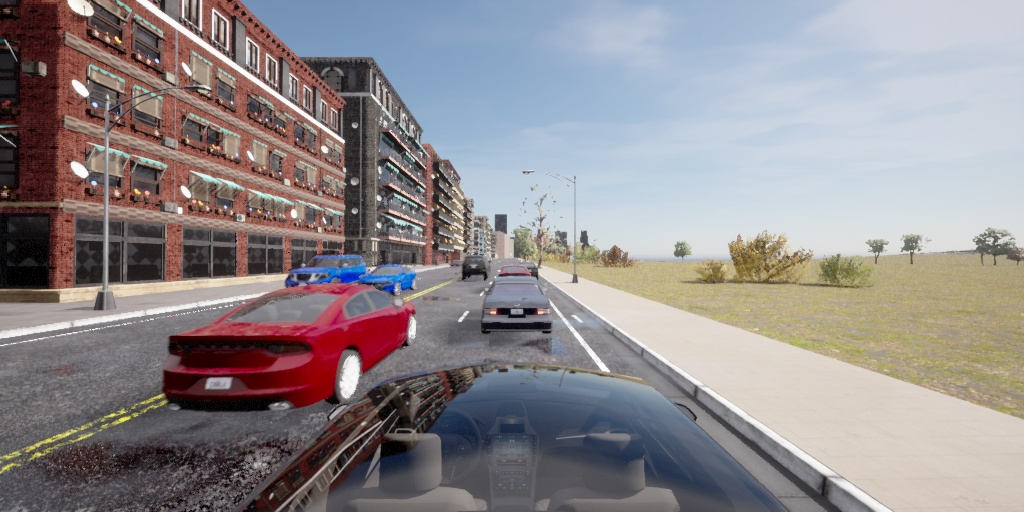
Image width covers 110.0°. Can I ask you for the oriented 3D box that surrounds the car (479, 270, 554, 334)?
[{"bbox_3d":[0.119,1.299,10.606,2.033,1.411,5.357,0,0,0],"label":"car"}]

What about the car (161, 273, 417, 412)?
[{"bbox_3d":[-3.142,1.228,6.323,1.882,1.535,5.008,0,0,0],"label":"car"}]

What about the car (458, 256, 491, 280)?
[{"bbox_3d":[-3.081,0.977,31.650,2.150,2.045,5.566,0,0,0],"label":"car"}]

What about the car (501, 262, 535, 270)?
[{"bbox_3d":[0.147,1.231,21.146,1.882,1.535,5.008,0,0,0],"label":"car"}]

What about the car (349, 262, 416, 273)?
[{"bbox_3d":[-6.561,1.230,19.315,1.882,1.535,5.008,0,0,0],"label":"car"}]

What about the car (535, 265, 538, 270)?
[{"bbox_3d":[1.204,1.232,30.584,1.882,1.535,5.008,0,0,0],"label":"car"}]

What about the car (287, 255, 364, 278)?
[{"bbox_3d":[-9.810,0.974,19.539,2.150,2.045,5.566,0,0,0],"label":"car"}]

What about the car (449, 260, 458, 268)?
[{"bbox_3d":[-9.670,1.316,62.802,1.994,1.385,4.181,0,0,1],"label":"car"}]
